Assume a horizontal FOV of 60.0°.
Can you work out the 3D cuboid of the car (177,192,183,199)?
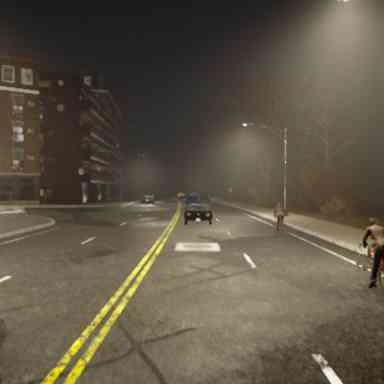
[{"bbox_3d":[-2.186,1.145,81.319,1.895,1.301,4.718,0,0,-5],"label":"car"}]

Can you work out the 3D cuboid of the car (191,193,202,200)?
[{"bbox_3d":[1.098,1.095,81.048,2.128,1.511,4.902,0,0,-5],"label":"car"}]

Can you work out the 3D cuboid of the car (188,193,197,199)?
[{"bbox_3d":[0.136,1.027,91.497,2.128,1.511,4.902,0,0,-6],"label":"car"}]

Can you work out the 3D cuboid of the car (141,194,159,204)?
[{"bbox_3d":[-6.956,1.181,53.331,2.128,1.511,4.902,0,0,-2],"label":"car"}]

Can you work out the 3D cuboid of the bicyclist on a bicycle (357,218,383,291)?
[{"bbox_3d":[4.292,1.438,7.775,0.582,1.620,1.656,0,0,1],"label":"bicyclist on a bicycle"}]

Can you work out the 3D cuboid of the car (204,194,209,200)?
[{"bbox_3d":[2.299,1.169,65.719,1.837,1.490,4.892,0,0,-4],"label":"car"}]

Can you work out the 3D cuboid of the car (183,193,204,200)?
[{"bbox_3d":[0.103,1.260,42.651,1.882,1.535,5.008,0,0,-2],"label":"car"}]

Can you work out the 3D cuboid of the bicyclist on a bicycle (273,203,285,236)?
[{"bbox_3d":[4.425,1.393,16.861,0.582,1.620,1.656,0,0,0],"label":"bicyclist on a bicycle"}]

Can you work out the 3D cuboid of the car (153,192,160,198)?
[{"bbox_3d":[-9.020,0.709,84.856,1.895,1.301,4.718,0,0,-5],"label":"car"}]

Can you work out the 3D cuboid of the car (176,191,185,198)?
[{"bbox_3d":[-3.103,0.745,91.264,2.097,1.767,4.553,0,0,-6],"label":"car"}]

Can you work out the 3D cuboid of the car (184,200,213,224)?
[{"bbox_3d":[0.404,1.484,23.652,1.895,1.301,4.718,0,0,0],"label":"car"}]
